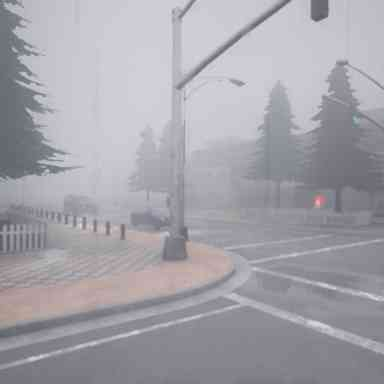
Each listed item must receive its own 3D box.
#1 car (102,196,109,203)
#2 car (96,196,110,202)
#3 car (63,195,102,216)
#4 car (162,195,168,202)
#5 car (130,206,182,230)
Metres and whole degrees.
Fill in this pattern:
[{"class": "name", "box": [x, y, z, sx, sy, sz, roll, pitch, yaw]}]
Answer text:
[{"class": "car", "box": [-19.989, 1.666, 74.340, 1.845, 1.501, 3.633, 1, 0, -37]}, {"class": "car", "box": [-22.033, 1.706, 82.071, 1.970, 1.475, 3.806, 1, 0, -37]}, {"class": "car", "box": [-11.608, 1.345, 34.377, 2.150, 2.045, 5.566, 1, -1, -37]}, {"class": "car", "box": [-5.003, 1.584, 85.334, 1.932, 1.855, 4.605, 1, 0, -37]}, {"class": "car", "box": [-2.497, 1.654, 22.369, 1.812, 1.442, 4.674, 1, 0, -38]}]
